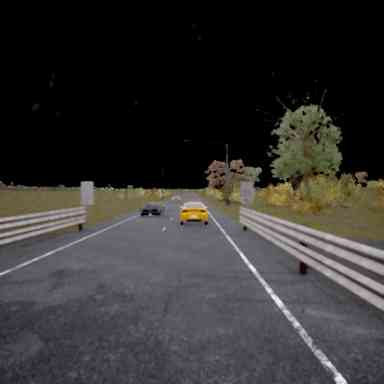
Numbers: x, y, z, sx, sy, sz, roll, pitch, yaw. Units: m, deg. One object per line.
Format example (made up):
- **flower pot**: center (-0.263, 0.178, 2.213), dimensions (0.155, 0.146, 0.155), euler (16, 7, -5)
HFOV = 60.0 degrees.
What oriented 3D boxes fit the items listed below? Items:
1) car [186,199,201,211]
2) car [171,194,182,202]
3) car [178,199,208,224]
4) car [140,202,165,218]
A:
- **car**: center (0.189, 1.603, 42.611), dimensions (1.895, 1.301, 4.718), euler (0, 0, 0)
- **car**: center (-3.354, 1.323, 71.827), dimensions (2.097, 1.767, 4.553), euler (0, 0, 0)
- **car**: center (0.152, 1.479, 24.761), dimensions (1.882, 1.535, 5.008), euler (0, 0, 0)
- **car**: center (-3.534, 1.606, 30.397), dimensions (1.895, 1.301, 4.718), euler (0, 0, 0)
